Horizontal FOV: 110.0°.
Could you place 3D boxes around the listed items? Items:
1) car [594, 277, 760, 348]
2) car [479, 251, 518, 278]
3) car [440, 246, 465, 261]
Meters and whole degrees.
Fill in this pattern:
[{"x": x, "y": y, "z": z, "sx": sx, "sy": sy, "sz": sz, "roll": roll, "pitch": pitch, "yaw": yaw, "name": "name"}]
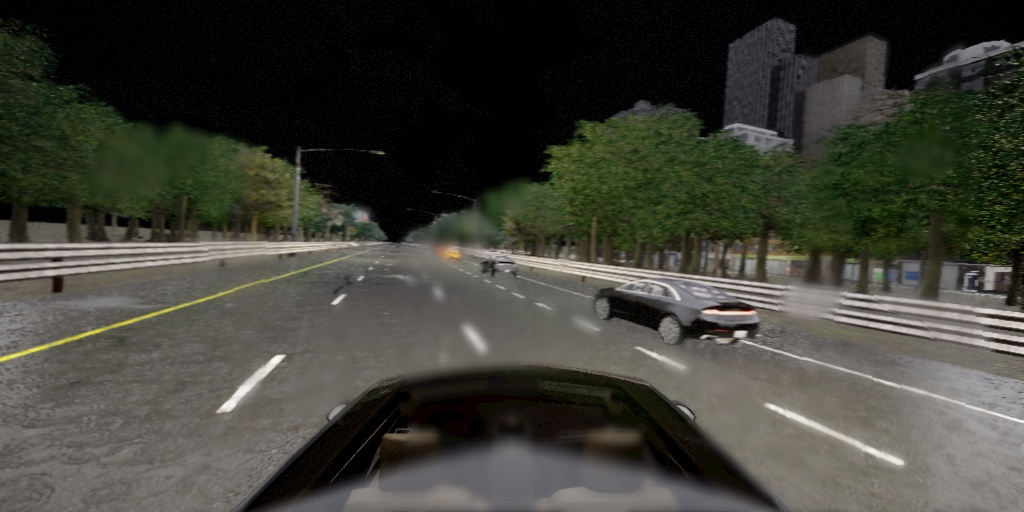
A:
[{"x": 4.107, "y": 1.344, "z": 9.889, "sx": 2.128, "sy": 1.511, "sz": 4.902, "roll": 3, "pitch": 1, "yaw": -18, "name": "car"}, {"x": -1.032, "y": 0.705, "z": 26.074, "sx": 2.128, "sy": 1.511, "sz": 4.902, "roll": 3, "pitch": 1, "yaw": -18, "name": "car"}, {"x": -7.979, "y": -0.173, "z": 47.958, "sx": 1.882, "sy": 1.535, "sz": 5.008, "roll": 3, "pitch": 1, "yaw": -18, "name": "car"}]
